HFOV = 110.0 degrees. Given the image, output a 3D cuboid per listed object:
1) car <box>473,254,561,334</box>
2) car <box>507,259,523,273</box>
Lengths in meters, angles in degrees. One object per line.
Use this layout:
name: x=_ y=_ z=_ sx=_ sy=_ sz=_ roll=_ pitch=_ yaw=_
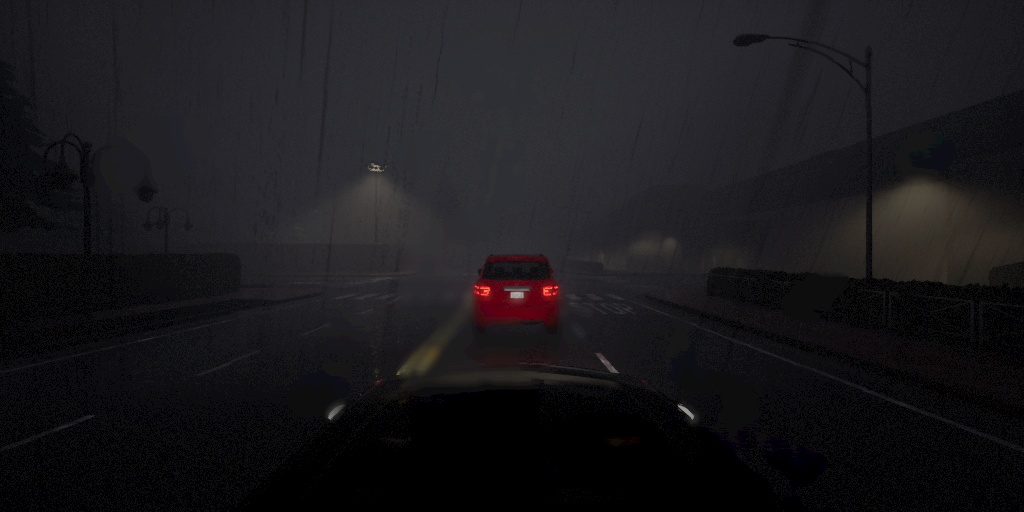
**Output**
car: x=0.121 y=0.971 z=10.741 sx=2.150 sy=2.045 sz=5.566 roll=0 pitch=0 yaw=0
car: x=0.356 y=1.228 z=45.593 sx=1.882 sy=1.535 sz=5.008 roll=0 pitch=0 yaw=1
